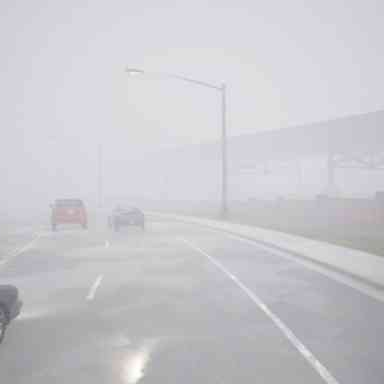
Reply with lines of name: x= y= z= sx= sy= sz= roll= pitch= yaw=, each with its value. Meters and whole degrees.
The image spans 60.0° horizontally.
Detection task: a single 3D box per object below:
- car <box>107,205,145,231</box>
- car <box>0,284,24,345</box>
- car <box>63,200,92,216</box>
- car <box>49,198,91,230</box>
car: x=-4.407 y=1.622 z=21.944 sx=2.128 sy=1.511 sz=4.902 roll=-1 pitch=0 yaw=-21
car: x=-3.573 y=1.598 z=3.064 sx=2.033 sy=1.411 sz=5.357 roll=-1 pitch=0 yaw=-4
car: x=-12.985 y=1.776 z=37.511 sx=1.801 sy=1.575 sz=5.366 roll=-1 pitch=0 yaw=-33
car: x=-8.718 y=1.431 z=23.354 sx=2.150 sy=2.045 sz=5.566 roll=-1 pitch=0 yaw=-24
